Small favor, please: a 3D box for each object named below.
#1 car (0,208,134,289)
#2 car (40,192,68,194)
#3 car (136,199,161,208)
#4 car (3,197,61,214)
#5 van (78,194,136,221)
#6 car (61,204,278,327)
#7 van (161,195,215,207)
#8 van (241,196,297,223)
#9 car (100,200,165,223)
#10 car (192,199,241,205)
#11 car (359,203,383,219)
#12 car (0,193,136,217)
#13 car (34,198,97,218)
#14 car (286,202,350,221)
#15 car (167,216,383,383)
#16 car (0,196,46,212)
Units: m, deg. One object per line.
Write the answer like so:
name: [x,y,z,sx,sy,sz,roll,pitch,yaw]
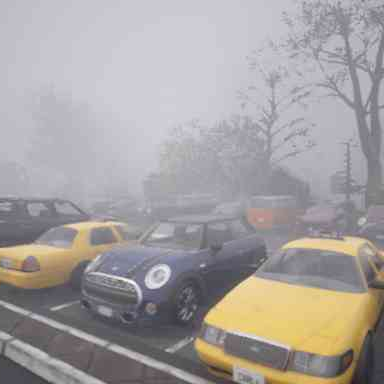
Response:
car: [-2.320,1.433,8.930,1.946,1.575,5.366,0,0,35]
car: [-13.824,1.057,32.168,2.435,2.045,5.566,1,1,35]
car: [-2.277,1.291,24.016,2.185,1.767,4.553,0,0,35]
car: [-16.137,1.282,33.797,2.163,1.488,4.792,1,1,35]
van: [-6.841,1.180,27.129,1.878,1.987,4.442,0,0,35]
car: [-0.099,1.316,7.175,2.185,1.767,4.553,0,0,35]
van: [0.217,1.197,22.439,1.878,1.987,4.442,0,0,35]
van: [4.832,1.208,19.180,1.878,1.987,4.442,0,0,35]
car: [-4.446,1.441,25.623,2.163,1.488,4.792,0,0,35]
car: [2.460,1.430,20.720,2.231,1.521,4.892,0,0,35]
car: [9.295,1.320,15.929,2.185,1.767,4.553,0,0,35]
car: [-4.719,1.179,10.430,2.435,2.045,5.566,0,0,35]
car: [-11.499,1.360,30.556,2.097,1.535,5.008,2,1,35]
car: [6.973,1.440,17.536,2.097,1.535,5.008,0,0,35]
car: [2.085,1.444,5.370,1.946,1.575,5.366,0,0,35]
car: [-18.444,1.226,35.425,2.163,1.488,4.792,1,1,35]
